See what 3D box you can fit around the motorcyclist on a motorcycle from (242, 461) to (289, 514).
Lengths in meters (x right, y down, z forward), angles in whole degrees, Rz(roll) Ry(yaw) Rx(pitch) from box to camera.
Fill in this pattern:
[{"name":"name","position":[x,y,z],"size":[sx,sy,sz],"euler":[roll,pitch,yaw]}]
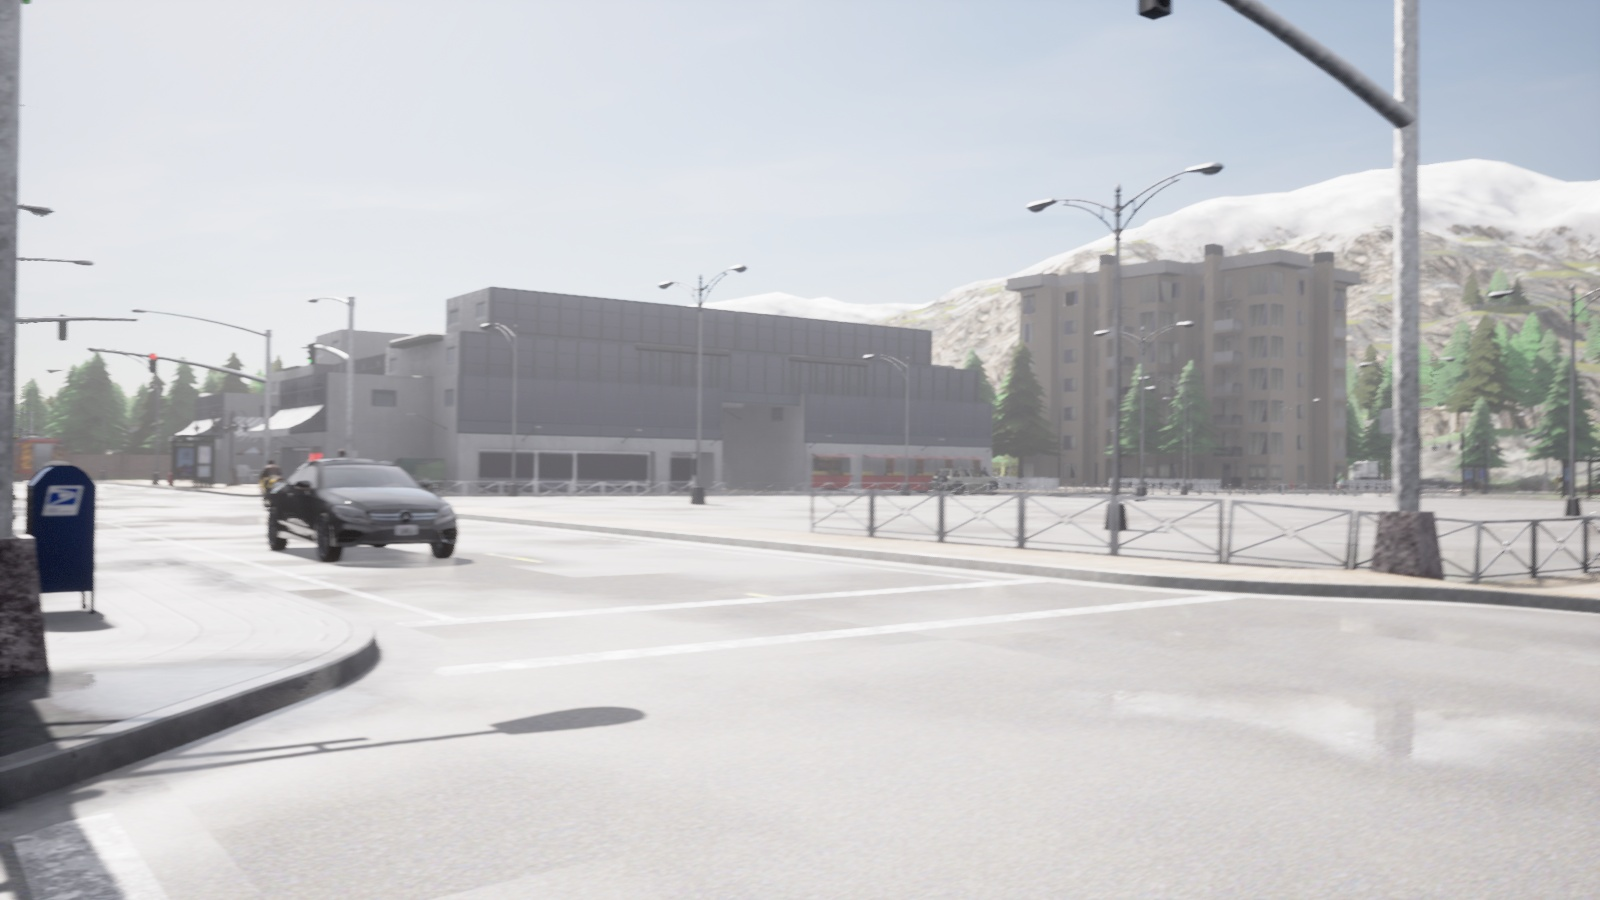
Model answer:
[{"name":"motorcyclist on a motorcycle","position":[-15.853,1.107,37.223],"size":[0.797,1.523,2.044],"euler":[1,-1,-36]}]

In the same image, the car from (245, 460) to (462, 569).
[{"name":"car","position":[-6.857,0.891,18.979],"size":[1.812,1.442,4.674],"euler":[1,-1,-36]}]

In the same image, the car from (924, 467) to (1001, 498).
[{"name":"car","position":[9.885,1.953,76.210],"size":[4.605,1.855,1.932],"euler":[1,-1,-36]}]
